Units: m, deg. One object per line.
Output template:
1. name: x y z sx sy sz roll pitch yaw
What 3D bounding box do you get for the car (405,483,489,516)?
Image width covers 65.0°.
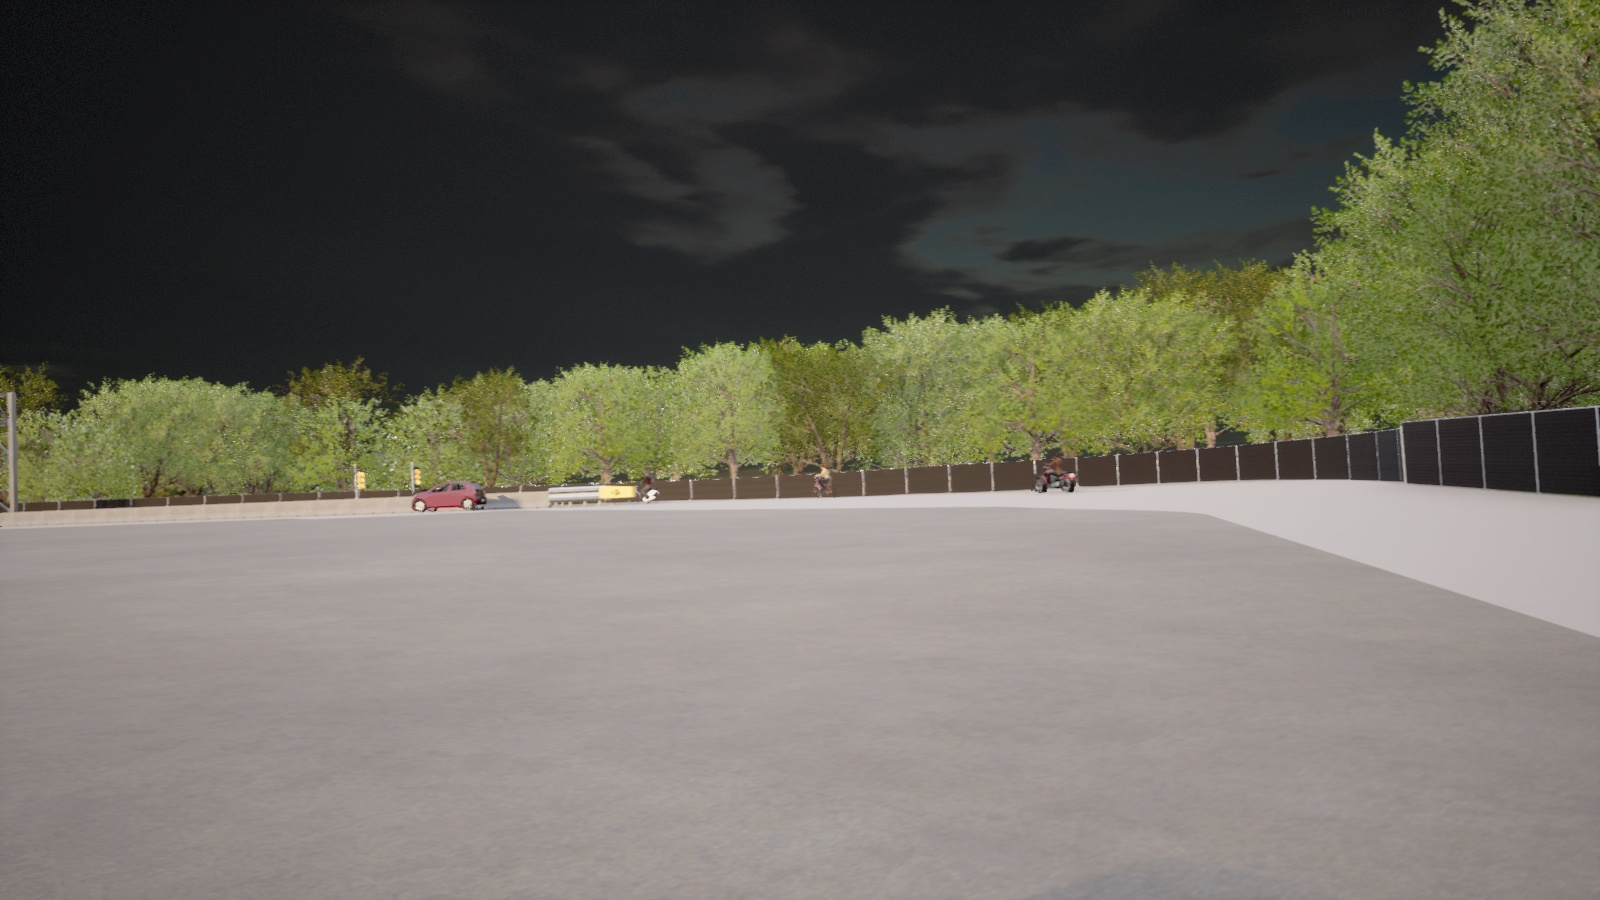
1. car: -17.813 2.492 63.475 3.633 1.501 1.845 -3 -2 7

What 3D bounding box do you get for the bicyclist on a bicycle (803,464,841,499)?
1. bicyclist on a bicycle: 1.046 1.503 60.148 1.509 1.612 0.866 -4 -1 37

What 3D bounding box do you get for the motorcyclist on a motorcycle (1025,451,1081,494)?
1. motorcyclist on a motorcycle: 10.120 0.906 50.295 0.766 1.649 2.350 -2 -1 -30
